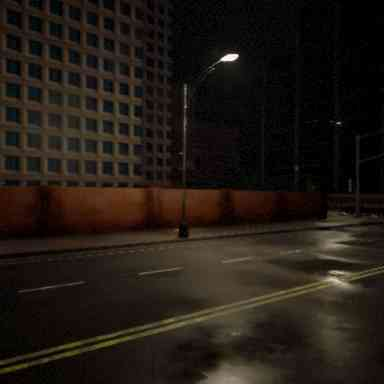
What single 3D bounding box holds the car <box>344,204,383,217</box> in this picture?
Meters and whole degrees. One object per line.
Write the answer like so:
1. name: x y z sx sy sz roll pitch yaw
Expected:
1. car: 19.834 1.964 37.599 1.895 1.301 4.718 1 0 -35
